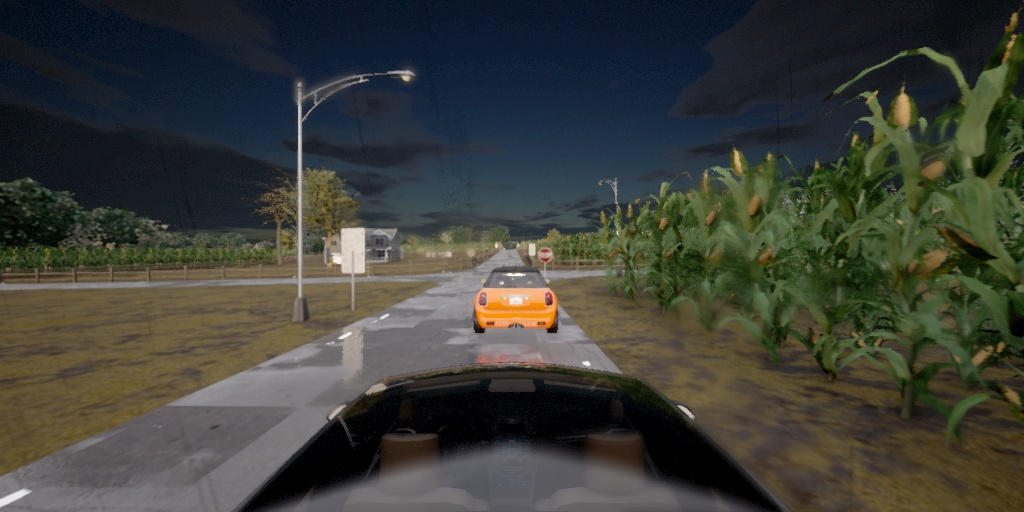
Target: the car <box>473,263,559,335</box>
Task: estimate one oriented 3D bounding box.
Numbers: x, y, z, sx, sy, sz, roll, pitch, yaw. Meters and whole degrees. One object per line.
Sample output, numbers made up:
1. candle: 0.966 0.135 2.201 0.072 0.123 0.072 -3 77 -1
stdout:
1. car: 0.098 1.073 10.590 2.097 1.767 4.553 0 0 0
